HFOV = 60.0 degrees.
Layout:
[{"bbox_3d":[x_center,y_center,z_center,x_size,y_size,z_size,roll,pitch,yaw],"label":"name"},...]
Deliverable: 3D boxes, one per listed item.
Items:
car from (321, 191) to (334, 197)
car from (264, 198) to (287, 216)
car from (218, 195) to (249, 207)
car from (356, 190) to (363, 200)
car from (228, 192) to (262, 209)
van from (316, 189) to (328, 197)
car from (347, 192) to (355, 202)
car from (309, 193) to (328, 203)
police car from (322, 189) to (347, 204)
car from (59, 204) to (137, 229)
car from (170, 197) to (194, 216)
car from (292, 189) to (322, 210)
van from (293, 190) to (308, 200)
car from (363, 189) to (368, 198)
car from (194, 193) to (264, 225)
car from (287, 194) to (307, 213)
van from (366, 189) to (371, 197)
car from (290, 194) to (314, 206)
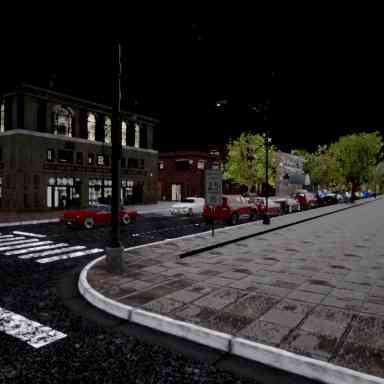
[{"bbox_3d":[33.340,0.437,81.765,2.008,1.369,4.403,1,2,34],"label":"car"},{"bbox_3d":[5.754,1.152,26.763,1.967,1.590,4.097,1,1,34],"label":"car"},{"bbox_3d":[5.110,1.069,40.638,1.947,1.339,4.313,1,2,34],"label":"car"},{"bbox_3d":[30.846,0.751,63.325,1.802,1.307,4.206,1,2,34],"label":"car"},{"bbox_3d":[6.019,0.904,37.380,2.097,1.767,4.553,1,1,35],"label":"car"},{"bbox_3d":[30.206,0.297,77.190,1.690,1.788,3.998,1,2,34],"label":"van"},{"bbox_3d":[23.634,0.690,52.083,2.097,1.767,4.553,1,1,34],"label":"car"},{"bbox_3d":[19.923,0.861,52.179,1.812,1.442,4.674,1,1,34],"label":"car"},{"bbox_3d":[19.769,0.847,46.415,1.930,1.638,5.238,1,1,34],"label":"police car"},{"bbox_3d":[-5.632,1.401,20.422,1.895,1.301,4.718,1,1,34],"label":"car"},{"bbox_3d":[0.015,1.206,28.653,1.812,1.442,4.674,1,1,35],"label":"car"},{"bbox_3d":[12.029,0.893,35.901,2.192,1.841,5.009,1,2,34],"label":"car"},{"bbox_3d":[20.796,0.504,63.481,1.690,1.788,3.998,1,2,34],"label":"van"},{"bbox_3d":[34.080,0.623,68.033,1.752,1.417,4.829,1,2,34],"label":"car"},{"bbox_3d":[2.618,1.093,22.191,2.192,1.841,5.009,1,1,34],"label":"car"},{"bbox_3d":[8.890,1.196,31.336,2.008,1.369,4.403,1,2,34],"label":"car"},{"bbox_3d":[40.260,0.302,77.029,1.690,1.788,3.998,1,2,34],"label":"van"},{"bbox_3d":[14.920,0.971,44.790,1.812,1.442,4.674,1,1,35],"label":"car"}]
